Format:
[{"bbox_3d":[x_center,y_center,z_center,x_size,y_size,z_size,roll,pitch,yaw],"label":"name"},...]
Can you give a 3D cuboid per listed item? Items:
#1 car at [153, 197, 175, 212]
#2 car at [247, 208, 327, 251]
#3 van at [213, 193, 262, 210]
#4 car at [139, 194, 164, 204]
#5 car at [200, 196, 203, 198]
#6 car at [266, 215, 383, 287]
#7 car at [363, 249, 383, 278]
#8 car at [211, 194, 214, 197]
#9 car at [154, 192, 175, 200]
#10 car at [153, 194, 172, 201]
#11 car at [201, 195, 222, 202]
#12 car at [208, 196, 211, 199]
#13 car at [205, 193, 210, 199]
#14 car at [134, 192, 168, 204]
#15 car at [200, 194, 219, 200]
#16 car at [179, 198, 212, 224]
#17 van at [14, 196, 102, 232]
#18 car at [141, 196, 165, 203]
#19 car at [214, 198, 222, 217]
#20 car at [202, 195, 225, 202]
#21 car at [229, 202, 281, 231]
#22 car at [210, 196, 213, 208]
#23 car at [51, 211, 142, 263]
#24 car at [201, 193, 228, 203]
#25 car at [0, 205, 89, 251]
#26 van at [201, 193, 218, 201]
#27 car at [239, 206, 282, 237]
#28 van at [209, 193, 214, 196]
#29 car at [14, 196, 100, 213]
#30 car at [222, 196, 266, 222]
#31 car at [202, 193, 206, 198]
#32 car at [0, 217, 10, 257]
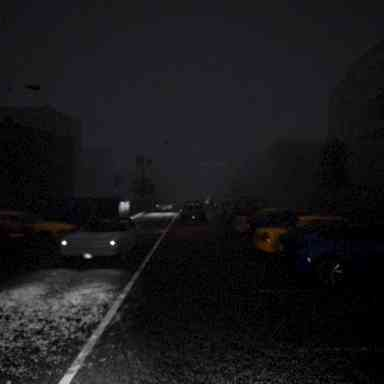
[{"bbox_3d":[-3.064,1.592,38.562,1.895,1.301,4.718,0,0,0],"label":"car"},{"bbox_3d":[4.834,1.475,11.574,5.366,1.575,1.946,0,0,0],"label":"car"},{"bbox_3d":[4.530,1.247,31.130,4.442,1.987,1.878,0,0,0],"label":"van"},{"bbox_3d":[-7.656,1.339,62.928,4.553,1.767,2.185,0,0,0],"label":"car"},{"bbox_3d":[0.087,1.537,43.440,2.033,1.411,5.357,0,0,0],"label":"car"},{"bbox_3d":[4.679,1.508,8.781,4.792,1.488,2.163,0,0,0],"label":"car"},{"bbox_3d":[4.621,1.509,3.194,4.792,1.488,2.163,0,0,0],"label":"car"},{"bbox_3d":[4.676,1.346,36.718,4.553,1.767,2.185,0,0,0],"label":"car"},{"bbox_3d":[-7.662,1.132,92.335,5.566,2.045,2.435,0,1,0],"label":"car"},{"bbox_3d":[-7.659,1.329,86.563,4.553,1.767,2.185,0,0,0],"label":"car"},{"bbox_3d":[4.635,1.462,78.747,4.892,1.521,2.231,0,0,0],"label":"car"},{"bbox_3d":[4.643,1.511,39.511,4.674,1.452,2.002,0,0,0],"label":"car"},{"bbox_3d":[4.614,1.343,47.892,4.553,1.767,2.185,0,0,0],"label":"car"},{"bbox_3d":[-7.715,1.214,60.115,5.566,2.045,2.435,0,0,0],"label":"car"},{"bbox_3d":[4.634,1.427,89.809,4.892,1.521,2.231,0,1,0],"label":"car"},{"bbox_3d":[0.097,1.486,24.780,2.128,1.511,4.902,0,0,0],"label":"car"},{"bbox_3d":[-7.799,1.250,19.674,4.442,1.987,1.878,0,0,0],"label":"van"},{"bbox_3d":[-7.685,1.504,65.866,4.674,1.452,2.002,0,0,0],"label":"car"},{"bbox_3d":[4.653,1.475,28.337,4.892,1.521,2.231,0,0,0],"label":"car"},{"bbox_3d":[4.636,1.462,73.035,5.008,1.535,2.097,0,0,0],"label":"car"},{"bbox_3d":[4.834,1.473,17.162,5.366,1.575,1.946,0,0,0],"label":"car"},{"bbox_3d":[4.641,1.472,34.049,5.008,1.535,2.097,0,0,0],"label":"car"},{"bbox_3d":[-3.082,1.599,12.071,1.895,1.301,4.718,0,0,0],"label":"car"},{"bbox_3d":[4.614,1.212,70.241,5.566,2.045,2.435,0,0,0],"label":"car"},{"bbox_3d":[-7.496,1.474,14.218,5.366,1.575,1.946,0,0,0],"label":"car"},{"bbox_3d":[4.523,1.228,87.000,4.442,1.987,1.878,0,0,0],"label":"van"},{"bbox_3d":[4.677,1.507,14.369,4.792,1.488,2.163,0,0,0],"label":"car"},{"bbox_3d":[4.762,1.244,42.304,4.442,1.987,1.878,0,0,0],"label":"van"},{"bbox_3d":[-7.710,1.225,16.883,5.566,2.045,2.435,0,0,0],"label":"car"},{"bbox_3d":[4.615,1.349,22.751,4.553,1.767,2.185,0,0,0],"label":"car"},{"bbox_3d":[4.672,1.217,50.687,5.566,2.045,2.435,0,0,0],"label":"car"},{"bbox_3d":[-7.678,1.518,8.634,4.674,1.452,2.002,0,0,0],"label":"car"}]
